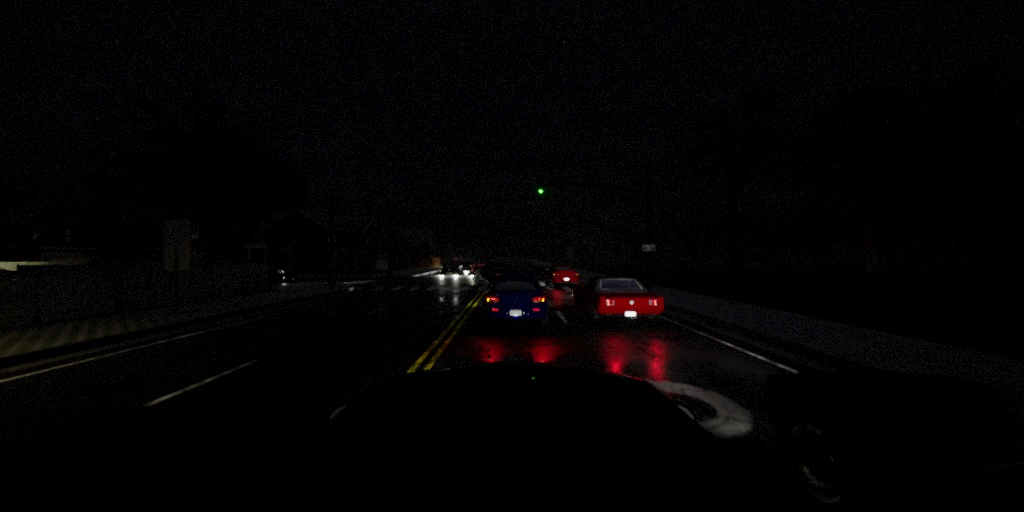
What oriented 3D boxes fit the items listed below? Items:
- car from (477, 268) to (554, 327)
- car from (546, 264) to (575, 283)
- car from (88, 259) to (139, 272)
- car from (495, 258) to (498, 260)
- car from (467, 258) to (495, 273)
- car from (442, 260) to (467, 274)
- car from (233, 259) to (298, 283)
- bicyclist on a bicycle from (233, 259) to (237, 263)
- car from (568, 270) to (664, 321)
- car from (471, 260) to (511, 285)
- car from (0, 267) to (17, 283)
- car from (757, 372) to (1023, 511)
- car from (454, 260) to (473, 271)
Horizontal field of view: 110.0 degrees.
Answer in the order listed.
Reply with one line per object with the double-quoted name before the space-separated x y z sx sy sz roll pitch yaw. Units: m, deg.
"car" 0.097 1.267 11.362 1.812 1.442 4.674 0 0 0
"car" 3.344 1.255 24.168 1.812 1.442 4.674 0 0 0
"car" -28.455 1.124 26.156 4.553 1.767 2.097 0 0 0
"car" -3.337 1.258 48.142 1.994 1.385 4.181 0 0 0
"car" -3.343 1.061 39.498 2.097 1.767 4.553 0 0 0
"car" -6.591 1.213 40.032 1.837 1.490 4.892 0 0 0
"car" -18.210 1.108 26.136 4.553 1.767 2.097 0 0 0
"bicyclist on a bicycle" -24.633 1.061 31.999 0.582 1.620 1.656 0 0 0
"car" 3.348 1.342 12.314 1.895 1.301 4.718 0 0 0
"car" -1.093 1.236 23.068 1.837 1.490 4.892 1 0 -17
"car" -39.019 1.337 26.191 5.357 1.411 2.033 0 0 -1
"car" 3.351 1.351 1.377 1.895 1.301 4.718 0 0 0
"car" -6.584 1.256 48.943 1.994 1.385 4.181 0 0 0
